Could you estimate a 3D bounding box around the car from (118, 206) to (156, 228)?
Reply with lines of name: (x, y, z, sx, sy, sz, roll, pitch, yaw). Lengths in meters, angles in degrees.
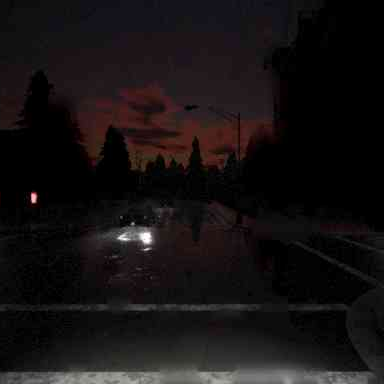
car: (-3.545, 1.605, 22.161, 1.895, 1.301, 4.718, 0, 0, 0)

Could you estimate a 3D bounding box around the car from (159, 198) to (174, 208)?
car: (-3.596, 1.539, 47.314, 1.895, 1.301, 4.718, 0, 0, 0)
